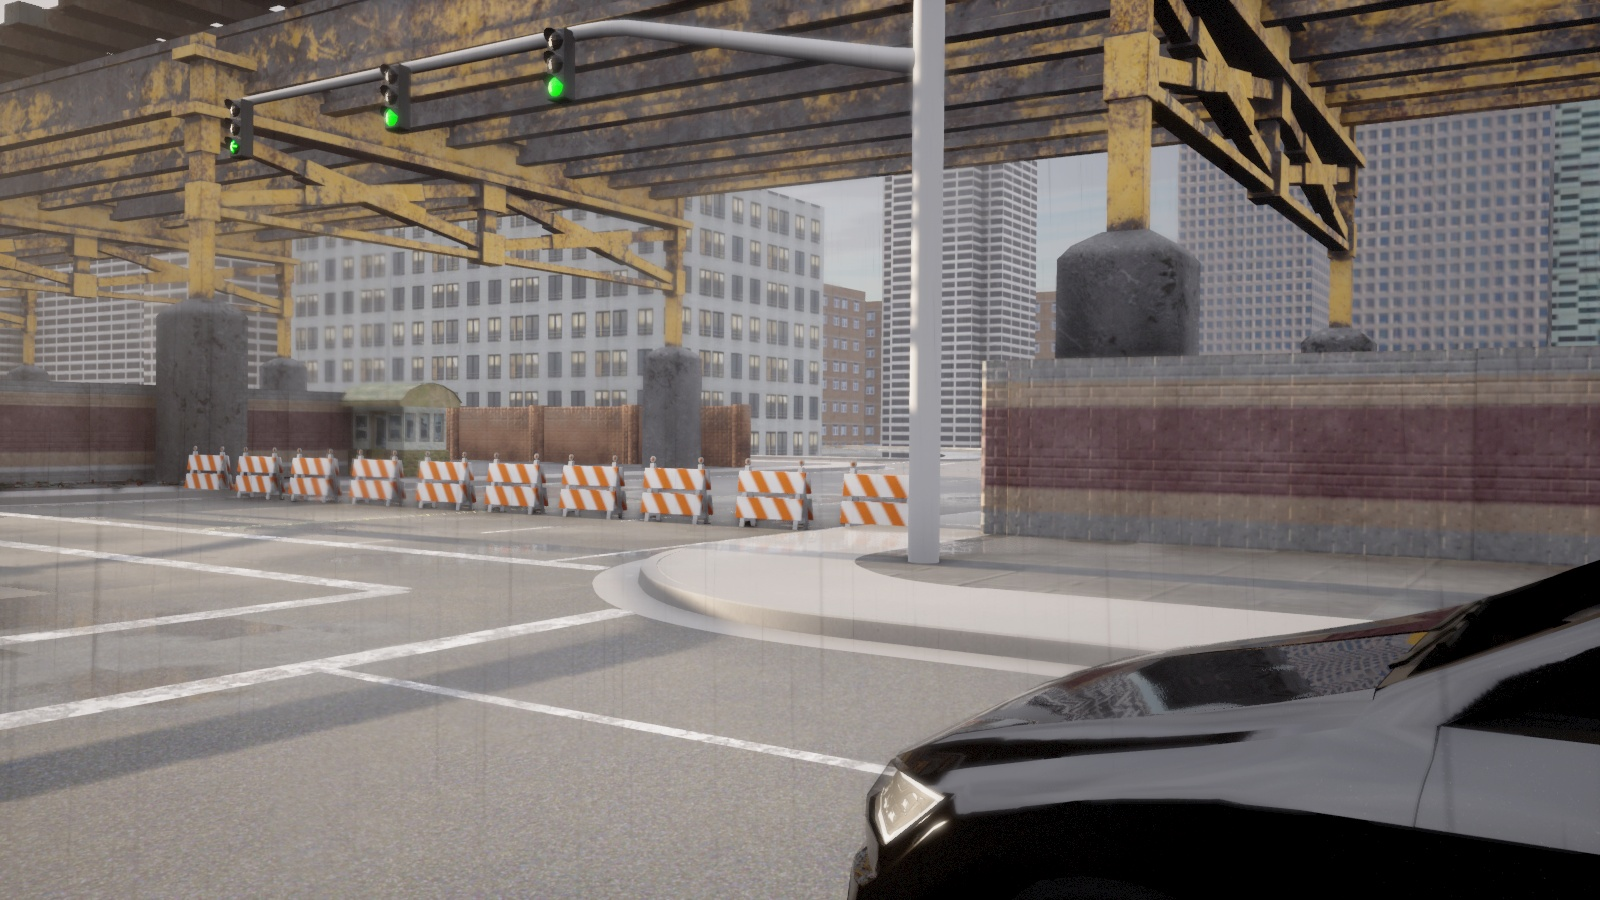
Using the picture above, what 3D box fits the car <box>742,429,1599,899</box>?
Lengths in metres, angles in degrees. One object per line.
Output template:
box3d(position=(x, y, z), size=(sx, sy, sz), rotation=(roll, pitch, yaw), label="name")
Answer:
box3d(position=(2.136, 0.696, 2.204), size=(4.193, 1.474, 1.816), rotation=(0, 1, 34), label="car")
